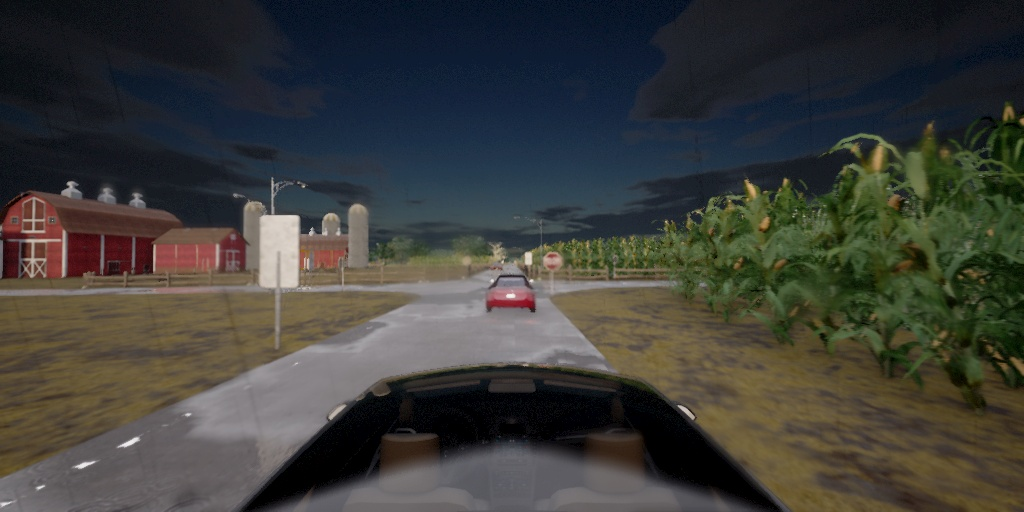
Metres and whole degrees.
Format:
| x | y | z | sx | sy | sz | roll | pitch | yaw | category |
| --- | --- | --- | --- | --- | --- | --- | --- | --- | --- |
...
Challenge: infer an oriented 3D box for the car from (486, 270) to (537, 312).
| x | y | z | sx | sy | sz | roll | pitch | yaw | category |
| --- | --- | --- | --- | --- | --- | --- | --- | --- | --- |
| 0.001 | 1.462 | 15.143 | 1.994 | 1.385 | 4.181 | 0 | -1 | 1 | car |
